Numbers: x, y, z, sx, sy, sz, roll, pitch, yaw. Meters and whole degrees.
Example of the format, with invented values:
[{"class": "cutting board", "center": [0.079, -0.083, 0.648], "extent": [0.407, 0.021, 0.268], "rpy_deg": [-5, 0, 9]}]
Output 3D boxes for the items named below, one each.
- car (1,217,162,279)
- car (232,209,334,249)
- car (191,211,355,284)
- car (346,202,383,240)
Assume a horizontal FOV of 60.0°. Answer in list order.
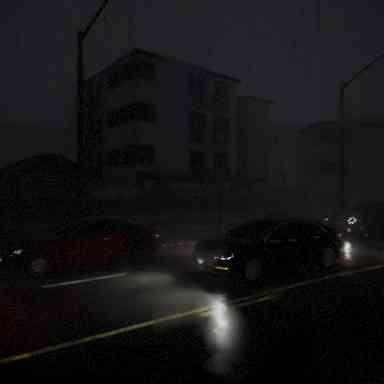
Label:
[{"class": "car", "center": [-3.158, 1.520, 10.189], "extent": [4.674, 1.442, 1.812], "rpy_deg": [0, 0, -34]}, {"class": "car", "center": [4.095, 1.545, 14.908], "extent": [4.181, 1.385, 1.994], "rpy_deg": [0, 0, -27]}, {"class": "car", "center": [2.290, 1.493, 9.612], "extent": [4.892, 1.490, 1.837], "rpy_deg": [0, 0, -31]}, {"class": "car", "center": [9.006, 1.325, 16.799], "extent": [4.553, 1.767, 2.097], "rpy_deg": [0, 0, -17]}]
